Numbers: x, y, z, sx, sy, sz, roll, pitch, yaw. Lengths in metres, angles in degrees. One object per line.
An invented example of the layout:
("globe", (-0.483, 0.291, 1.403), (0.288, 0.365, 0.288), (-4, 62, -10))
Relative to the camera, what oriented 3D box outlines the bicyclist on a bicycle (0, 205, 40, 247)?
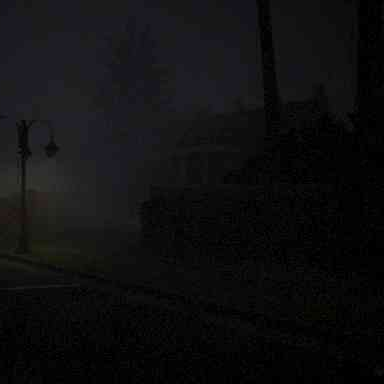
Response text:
("bicyclist on a bicycle", (-6.858, 1.346, 13.251), (0.582, 1.620, 1.656), (0, 0, 37))
